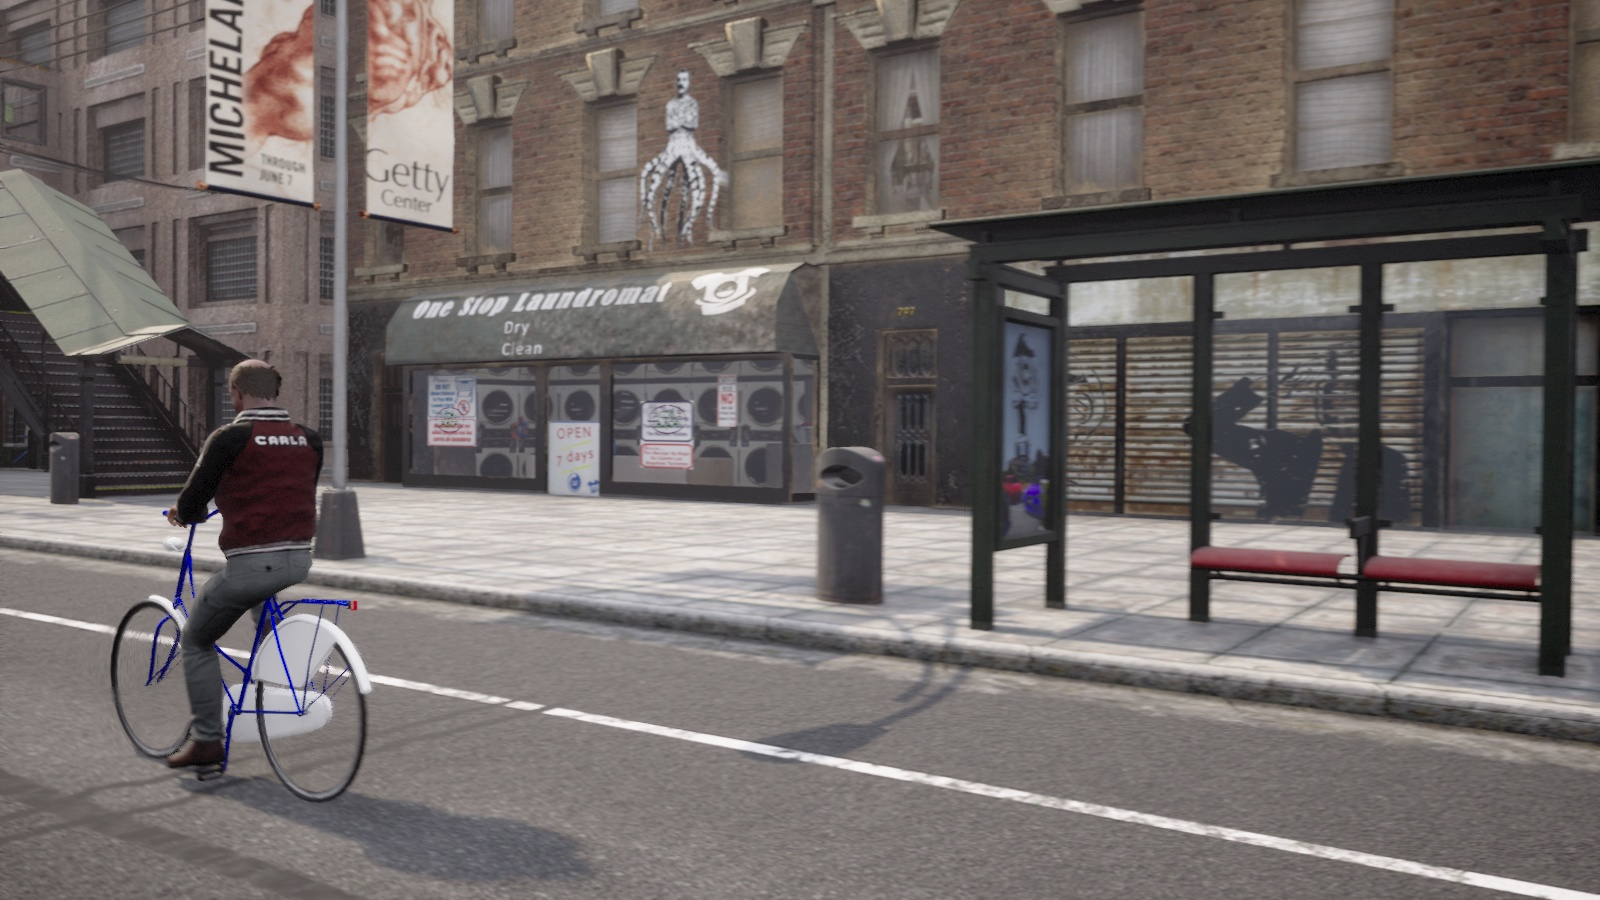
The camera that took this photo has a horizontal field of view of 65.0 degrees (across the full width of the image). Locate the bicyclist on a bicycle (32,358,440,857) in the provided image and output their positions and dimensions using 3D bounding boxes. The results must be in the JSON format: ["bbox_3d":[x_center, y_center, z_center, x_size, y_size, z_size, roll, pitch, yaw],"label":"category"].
[{"bbox_3d":[-2.393,0.552,5.249,1.843,1.776,0.659,0,1,34],"label":"bicyclist on a bicycle"}]
